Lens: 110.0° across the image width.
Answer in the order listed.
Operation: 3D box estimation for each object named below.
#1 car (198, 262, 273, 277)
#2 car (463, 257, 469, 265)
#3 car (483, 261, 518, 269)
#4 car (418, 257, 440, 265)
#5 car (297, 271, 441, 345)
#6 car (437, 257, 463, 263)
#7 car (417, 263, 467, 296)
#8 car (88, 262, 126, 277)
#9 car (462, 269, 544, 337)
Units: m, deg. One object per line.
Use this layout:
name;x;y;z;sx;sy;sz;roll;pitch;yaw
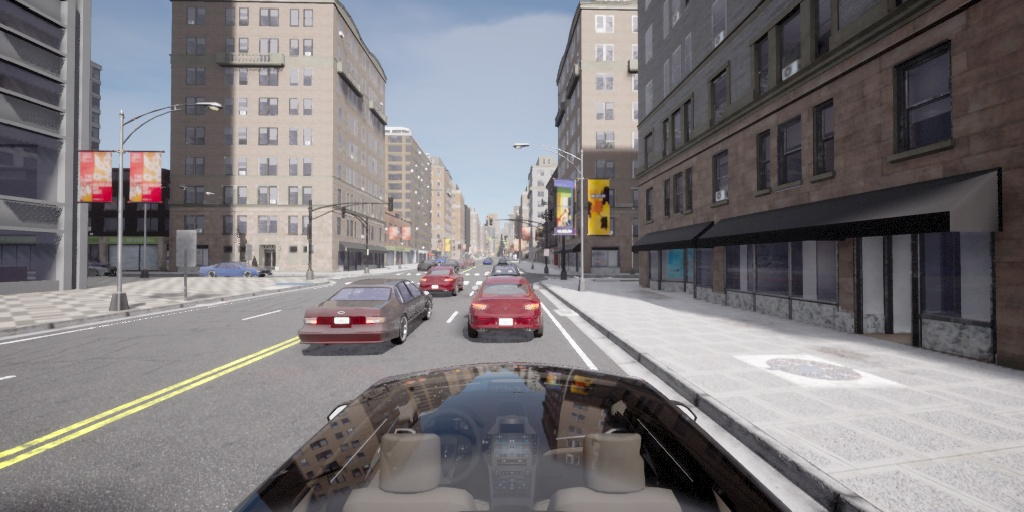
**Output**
car;-23.667;1.196;30.735;5.357;1.411;2.033;0;-1;1
car;-8.024;1.249;54.740;1.812;1.442;4.674;0;0;-1
car;-0.405;1.240;19.234;2.128;1.511;4.902;0;0;-3
car;-11.082;1.208;47.241;1.882;1.535;5.008;0;0;-1
car;-3.409;1.298;9.469;2.033;1.411;5.357;0;0;-2
car;-7.785;1.209;45.538;1.882;1.535;5.008;0;0;-2
car;-3.660;1.275;19.057;1.812;1.442;4.674;0;0;-1
car;-35.601;1.162;30.365;4.181;1.385;1.994;0;-1;-1
car;-0.179;1.277;10.150;1.812;1.442;4.674;0;0;-1
